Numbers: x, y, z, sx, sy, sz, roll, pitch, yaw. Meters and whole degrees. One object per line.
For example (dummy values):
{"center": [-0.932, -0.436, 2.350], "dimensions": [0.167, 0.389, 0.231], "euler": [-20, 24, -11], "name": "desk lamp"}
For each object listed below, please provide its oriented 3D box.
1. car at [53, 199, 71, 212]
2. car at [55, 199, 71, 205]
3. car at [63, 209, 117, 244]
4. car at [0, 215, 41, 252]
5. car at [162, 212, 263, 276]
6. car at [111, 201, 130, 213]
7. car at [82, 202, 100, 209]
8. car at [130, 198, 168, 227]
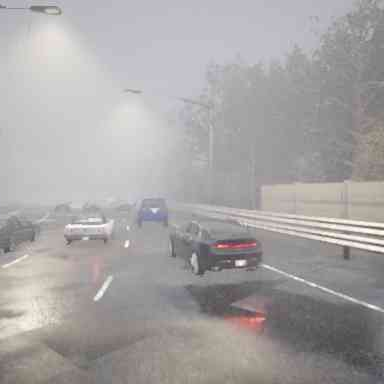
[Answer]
{"center": [-17.701, 1.934, 45.214], "dimensions": [1.812, 1.442, 4.674], "euler": [0, -1, -25], "name": "car"}
{"center": [-28.904, 2.267, 74.391], "dimensions": [1.895, 1.301, 4.718], "euler": [0, -1, -42], "name": "car"}
{"center": [-5.030, 1.752, 16.761], "dimensions": [1.895, 1.301, 4.718], "euler": [0, -1, -9], "name": "car"}
{"center": [-8.146, 1.679, 14.265], "dimensions": [2.033, 1.411, 5.357], "euler": [0, -1, -9], "name": "car"}
{"center": [0.530, 1.600, 10.863], "dimensions": [1.837, 1.490, 4.892], "euler": [0, -1, -17], "name": "car"}
{"center": [-9.050, 1.906, 42.730], "dimensions": [1.812, 1.442, 4.674], "euler": [0, -1, -22], "name": "car"}
{"center": [-13.889, 2.008, 45.408], "dimensions": [1.895, 1.301, 4.718], "euler": [0, -1, -25], "name": "car"}
{"center": [-3.184, 1.442, 25.095], "dimensions": [2.150, 2.045, 5.566], "euler": [0, -1, -14], "name": "car"}
